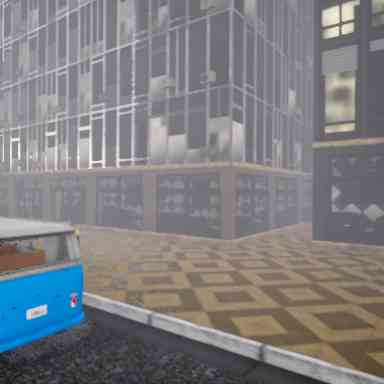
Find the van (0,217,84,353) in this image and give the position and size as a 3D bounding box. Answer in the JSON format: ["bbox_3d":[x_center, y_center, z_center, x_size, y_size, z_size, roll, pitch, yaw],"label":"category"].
[{"bbox_3d":[-3.503,1.300,5.371,3.998,1.788,1.690,1,0,35],"label":"van"}]
